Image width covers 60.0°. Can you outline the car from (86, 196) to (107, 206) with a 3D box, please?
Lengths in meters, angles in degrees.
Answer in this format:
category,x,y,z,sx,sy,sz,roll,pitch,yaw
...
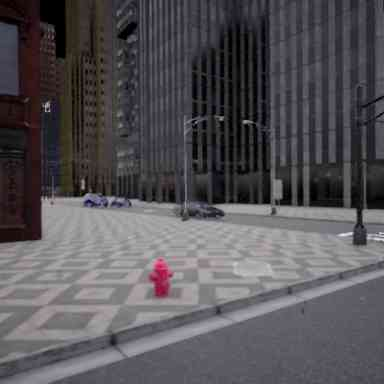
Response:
category,x,y,z,sx,sy,sz,roll,pitch,yaw
car,-16.229,1.465,56.210,1.882,1.535,5.008,-1,0,-35

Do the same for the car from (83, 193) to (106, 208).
category,x,y,z,sx,sy,sz,roll,pitch,yaw
car,-13.827,1.221,47.626,2.150,2.045,5.566,-1,0,-35

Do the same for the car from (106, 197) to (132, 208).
category,x,y,z,sx,sy,sz,roll,pitch,yaw
car,-10.231,1.487,47.879,1.812,1.442,4.674,-1,0,-35

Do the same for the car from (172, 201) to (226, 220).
category,x,y,z,sx,sy,sz,roll,pitch,yaw
car,0.415,1.475,27.505,2.033,1.411,5.357,-1,0,-35
